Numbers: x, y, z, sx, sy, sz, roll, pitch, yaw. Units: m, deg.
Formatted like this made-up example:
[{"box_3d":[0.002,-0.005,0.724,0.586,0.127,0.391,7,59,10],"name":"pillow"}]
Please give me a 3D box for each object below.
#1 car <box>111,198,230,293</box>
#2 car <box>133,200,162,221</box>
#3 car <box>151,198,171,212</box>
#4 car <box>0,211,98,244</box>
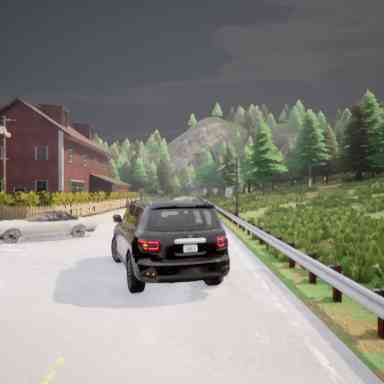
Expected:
[{"box_3d":[-0.868,1.219,9.188,2.150,2.045,5.566,0,0,-18],"name":"car"},{"box_3d":[-3.616,1.496,27.911,1.837,1.490,4.892,0,0,0],"name":"car"},{"box_3d":[-3.610,1.493,39.653,1.837,1.490,4.892,0,0,0],"name":"car"},{"box_3d":[-7.071,1.596,15.890,4.718,1.301,1.895,0,0,-39],"name":"car"}]
